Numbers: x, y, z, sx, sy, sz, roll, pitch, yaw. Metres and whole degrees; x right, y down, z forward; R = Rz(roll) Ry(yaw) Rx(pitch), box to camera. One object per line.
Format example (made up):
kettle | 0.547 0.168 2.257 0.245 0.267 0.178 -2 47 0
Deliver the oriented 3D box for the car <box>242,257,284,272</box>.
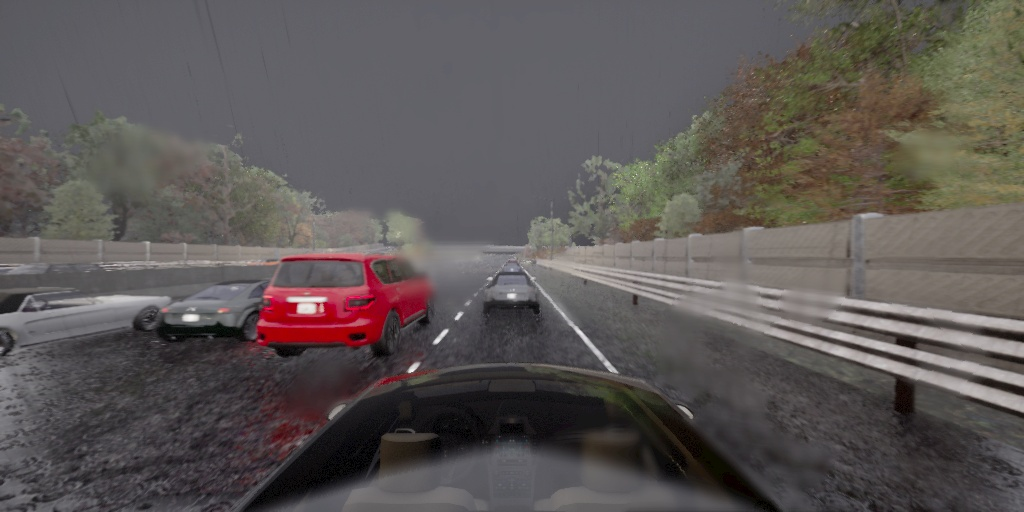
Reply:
car | -31.493 1.078 45.515 2.097 1.767 4.553 0 -1 0

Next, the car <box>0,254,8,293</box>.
car | -28.089 0.948 16.440 2.150 2.045 5.566 0 0 0

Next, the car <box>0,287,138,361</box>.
car | -10.397 1.340 7.902 1.895 1.301 4.718 0 0 0

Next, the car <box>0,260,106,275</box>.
car | -21.088 1.080 16.176 2.097 1.767 4.553 0 0 0

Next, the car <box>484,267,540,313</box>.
car | 0.003 1.293 13.868 1.994 1.385 4.181 0 0 0

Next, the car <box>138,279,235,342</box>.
car | -6.895 1.299 9.708 1.994 1.385 4.181 0 0 0

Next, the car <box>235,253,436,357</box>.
car | -3.401 0.958 8.625 2.150 2.045 5.566 0 0 0

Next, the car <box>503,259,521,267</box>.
car | 0.009 1.278 36.517 1.994 1.385 4.181 0 0 0
